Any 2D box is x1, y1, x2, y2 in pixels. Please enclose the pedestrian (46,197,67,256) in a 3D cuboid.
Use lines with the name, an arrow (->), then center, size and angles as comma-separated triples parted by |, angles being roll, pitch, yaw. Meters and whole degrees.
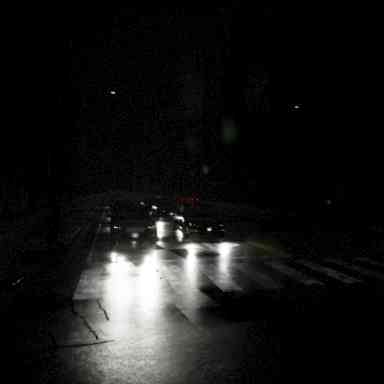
pedestrian -> -4.084, 0.979, 10.018 | 0.375, 1.860, 0.375 | 1, 0, -14

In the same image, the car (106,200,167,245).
car -> -2.675, 1.324, 14.701 | 2.128, 1.511, 4.902 | 1, 0, -14

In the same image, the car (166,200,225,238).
car -> 0.171, 1.360, 16.735 | 1.837, 1.490, 4.892 | 1, 0, -14

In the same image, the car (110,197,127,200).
car -> -4.965, 1.306, 24.174 | 2.033, 1.411, 5.357 | 1, 0, -14

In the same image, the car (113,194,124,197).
car -> -7.386, 1.201, 34.217 | 1.812, 1.442, 4.674 | 1, 0, -13

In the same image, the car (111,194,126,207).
car -> -9.783, 1.094, 44.317 | 1.837, 1.490, 4.892 | 1, 0, -13

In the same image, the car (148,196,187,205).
car -> -2.049, 1.287, 25.943 | 1.837, 1.490, 4.892 | 1, 0, -14

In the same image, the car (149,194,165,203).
car -> -5.971, 1.052, 56.403 | 2.128, 1.511, 4.902 | 1, 0, -14

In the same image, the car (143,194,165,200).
car -> -4.492, 1.246, 36.066 | 2.033, 1.411, 5.357 | 1, 0, -14

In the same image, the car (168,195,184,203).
car -> -2.820, 1.193, 57.196 | 1.895, 1.301, 4.718 | 1, 0, -14

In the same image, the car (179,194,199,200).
car -> -0.458, 1.031, 47.600 | 2.097, 1.767, 4.553 | 1, 0, -13
